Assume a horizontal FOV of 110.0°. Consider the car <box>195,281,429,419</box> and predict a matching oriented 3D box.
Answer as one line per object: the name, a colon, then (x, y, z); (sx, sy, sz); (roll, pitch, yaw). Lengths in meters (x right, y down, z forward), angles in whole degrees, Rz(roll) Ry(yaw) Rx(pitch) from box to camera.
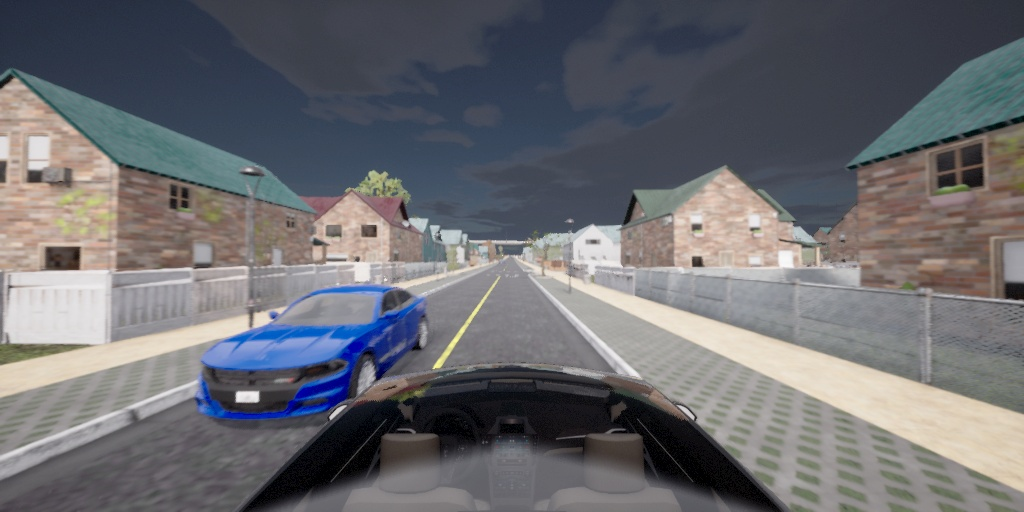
car: (-2.852, 1.267, 6.368); (1.882, 1.535, 5.008); (0, 0, 0)
